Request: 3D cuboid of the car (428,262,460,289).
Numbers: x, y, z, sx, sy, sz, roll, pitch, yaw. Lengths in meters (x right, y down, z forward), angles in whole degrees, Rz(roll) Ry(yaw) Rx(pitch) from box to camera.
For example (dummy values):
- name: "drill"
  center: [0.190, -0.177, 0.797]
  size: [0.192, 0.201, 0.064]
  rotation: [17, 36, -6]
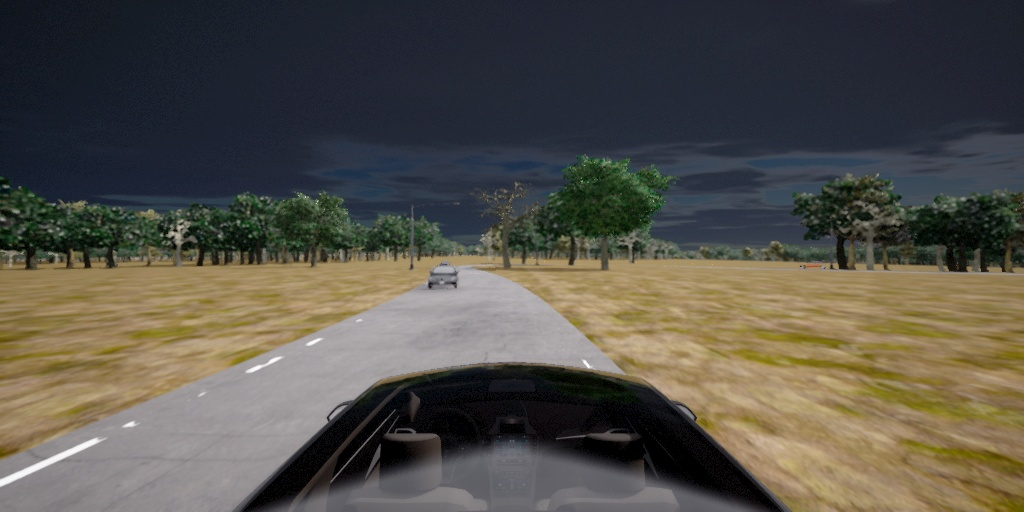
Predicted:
- name: "car"
  center: [-4.466, 1.346, 23.878]
  size: [1.812, 1.442, 4.674]
  rotation: [0, 0, -6]
